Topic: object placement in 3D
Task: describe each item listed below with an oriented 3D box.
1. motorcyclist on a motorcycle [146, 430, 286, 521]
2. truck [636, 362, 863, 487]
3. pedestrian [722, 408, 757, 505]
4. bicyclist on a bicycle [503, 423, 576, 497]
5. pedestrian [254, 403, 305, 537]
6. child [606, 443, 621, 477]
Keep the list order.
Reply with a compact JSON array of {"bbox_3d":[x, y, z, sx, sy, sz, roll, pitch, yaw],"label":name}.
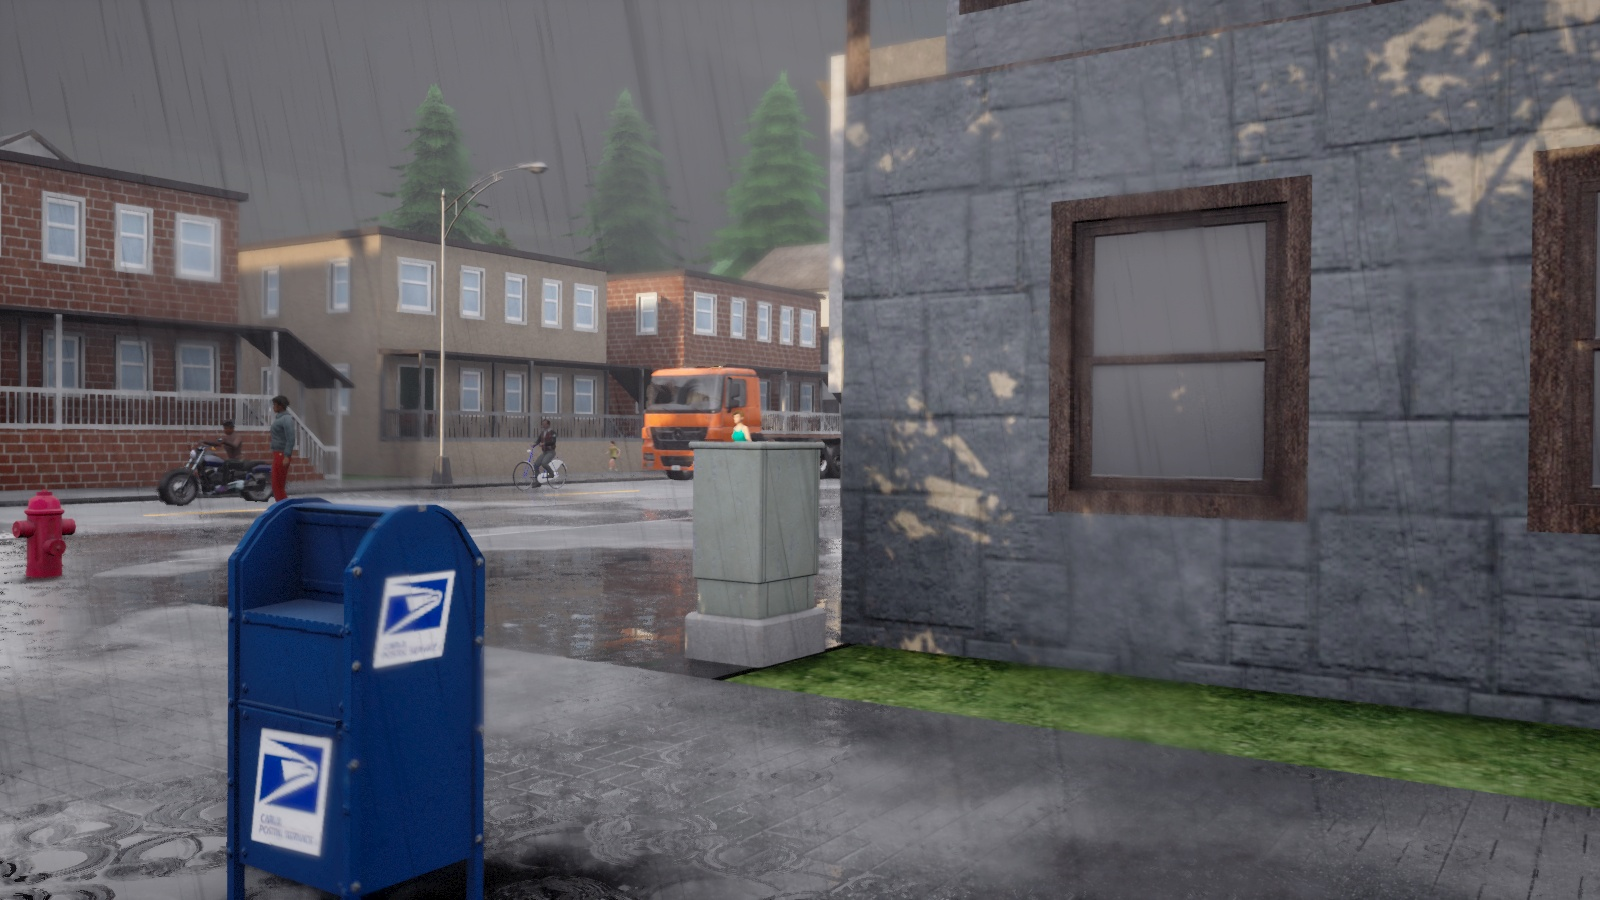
[{"bbox_3d":[-11.162,0.454,24.098,0.766,1.649,2.350,0,1,33],"label":"motorcyclist on a motorcycle"},{"bbox_3d":[-1.341,-0.771,38.945,2.891,3.462,7.936,0,1,33],"label":"truck"},{"bbox_3d":[-1.159,0.121,24.215,0.345,1.836,0.594,0,1,41],"label":"pedestrian"},{"bbox_3d":[-6.456,0.234,31.212,0.659,1.776,1.843,0,1,33],"label":"bicyclist on a bicycle"},{"bbox_3d":[-7.312,0.267,17.629,0.614,1.847,0.353,-1,1,-26],"label":"pedestrian"},{"bbox_3d":[-6.128,0.314,41.185,0.255,1.110,0.394,0,1,42],"label":"child"}]
